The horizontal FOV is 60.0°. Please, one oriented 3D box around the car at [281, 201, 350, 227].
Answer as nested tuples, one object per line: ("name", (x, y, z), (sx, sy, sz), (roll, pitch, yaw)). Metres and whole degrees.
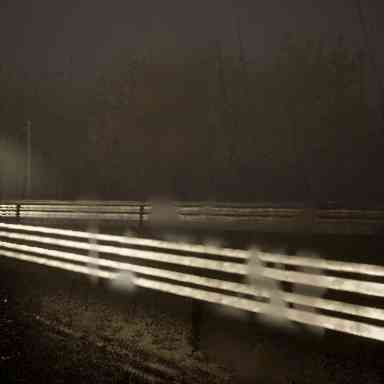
("car", (8.615, 1.417, 23.500), (4.553, 1.767, 2.097), (0, 0, 16))
